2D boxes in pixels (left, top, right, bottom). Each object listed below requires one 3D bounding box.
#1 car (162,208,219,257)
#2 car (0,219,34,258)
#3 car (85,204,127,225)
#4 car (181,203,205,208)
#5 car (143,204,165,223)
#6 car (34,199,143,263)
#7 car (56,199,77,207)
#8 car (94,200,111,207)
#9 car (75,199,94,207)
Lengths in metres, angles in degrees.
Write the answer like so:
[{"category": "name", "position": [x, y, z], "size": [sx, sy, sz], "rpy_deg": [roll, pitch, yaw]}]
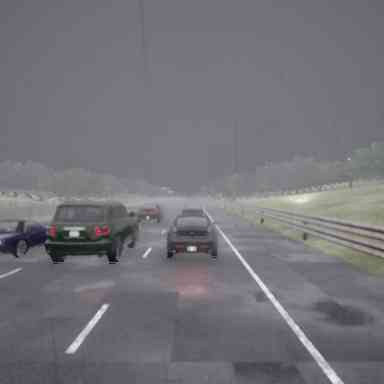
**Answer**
[{"category": "car", "position": [0.022, 1.637, 13.505], "size": [1.837, 1.490, 4.892], "rpy_deg": [0, 0, 1]}, {"category": "car", "position": [-6.982, 1.729, 13.270], "size": [1.895, 1.301, 4.718], "rpy_deg": [0, 0, 1]}, {"category": "car", "position": [-6.956, 1.800, 27.528], "size": [2.033, 1.411, 5.357], "rpy_deg": [0, 0, 0]}, {"category": "car", "position": [0.071, 1.744, 29.214], "size": [1.882, 1.535, 5.008], "rpy_deg": [0, 0, 1]}, {"category": "car", "position": [-3.441, 1.768, 28.472], "size": [1.837, 1.490, 4.892], "rpy_deg": [0, 0, 1]}, {"category": "car", "position": [-3.490, 1.347, 12.589], "size": [2.150, 2.045, 5.566], "rpy_deg": [0, 0, 0]}, {"category": "car", "position": [-24.299, 2.104, 64.568], "size": [2.128, 1.511, 4.902], "rpy_deg": [0, -1, 0]}, {"category": "car", "position": [-17.306, 2.180, 64.540], "size": [1.895, 1.301, 4.718], "rpy_deg": [0, -1, 1]}, {"category": "car", "position": [-20.803, 2.098, 64.561], "size": [2.128, 1.511, 4.902], "rpy_deg": [0, -1, 1]}]
